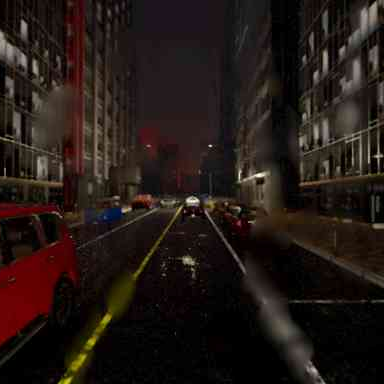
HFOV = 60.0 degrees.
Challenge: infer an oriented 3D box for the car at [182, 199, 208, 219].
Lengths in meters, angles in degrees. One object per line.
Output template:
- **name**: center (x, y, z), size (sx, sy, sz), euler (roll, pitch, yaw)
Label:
- **car**: center (0.104, 1.548, 28.233), size (1.895, 1.301, 4.718), euler (0, 0, 0)

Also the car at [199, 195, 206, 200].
- **car**: center (2.719, 1.427, 88.677), size (1.802, 1.307, 4.206), euler (1, 0, 0)

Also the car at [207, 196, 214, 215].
- **car**: center (2.710, 1.464, 33.074), size (1.752, 1.417, 4.829), euler (1, 0, 0)

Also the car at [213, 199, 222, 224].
- **car**: center (2.710, 1.399, 21.749), size (1.967, 1.590, 4.097), euler (1, 0, 0)

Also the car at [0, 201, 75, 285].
- **car**: center (-5.670, 1.295, 10.492), size (2.192, 1.841, 5.009), euler (1, 0, 0)

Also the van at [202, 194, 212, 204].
- **van**: center (2.719, 1.232, 60.790), size (1.690, 1.788, 3.998), euler (1, 0, 0)

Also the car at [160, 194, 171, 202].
- **car**: center (-5.628, 1.312, 71.820), size (1.967, 1.590, 4.097), euler (1, 0, 0)

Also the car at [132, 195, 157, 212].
- **car**: center (-5.632, 1.244, 38.368), size (2.192, 1.841, 5.009), euler (1, 0, 0)

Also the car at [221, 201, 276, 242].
- **car**: center (2.709, 1.410, 16.172), size (1.967, 1.590, 4.097), euler (1, 0, 0)

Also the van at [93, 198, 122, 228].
- **van**: center (-5.677, 1.300, 21.643), size (1.690, 1.788, 3.998), euler (1, 0, 0)

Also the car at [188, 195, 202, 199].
- **car**: center (0.109, 1.443, 45.279), size (1.812, 1.442, 4.674), euler (0, 0, 0)

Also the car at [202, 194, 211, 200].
- **car**: center (2.713, 1.435, 49.806), size (1.752, 1.417, 4.829), euler (1, 0, 0)

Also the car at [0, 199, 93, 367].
- **car**: center (-3.099, 1.214, 3.822), size (2.150, 2.045, 5.566), euler (0, 0, 0)

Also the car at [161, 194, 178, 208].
- **car**: center (-3.078, 1.269, 45.147), size (2.097, 1.767, 4.553), euler (0, 0, 0)
